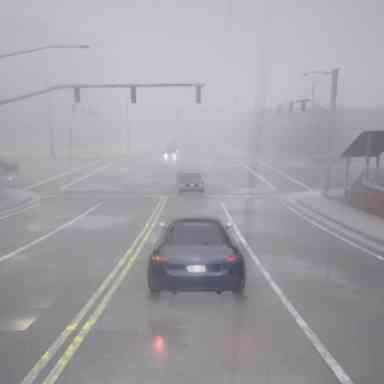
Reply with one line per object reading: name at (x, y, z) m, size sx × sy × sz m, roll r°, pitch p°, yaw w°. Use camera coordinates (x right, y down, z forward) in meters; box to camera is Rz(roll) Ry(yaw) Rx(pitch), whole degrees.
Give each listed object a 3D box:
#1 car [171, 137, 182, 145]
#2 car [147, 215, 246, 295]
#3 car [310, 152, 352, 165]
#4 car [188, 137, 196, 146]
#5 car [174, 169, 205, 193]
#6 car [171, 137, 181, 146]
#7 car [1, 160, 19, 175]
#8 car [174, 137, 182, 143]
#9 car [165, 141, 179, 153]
car at (-3.524, -9.444, 65.721) m, size 2.128 × 1.511 × 4.902 m, roll 0°, pitch 11°, yaw 0°
car at (0.096, 1.252, 8.160) m, size 1.994 × 1.385 × 4.181 m, roll 0°, pitch 4°, yaw 0°
car at (16.104, -3.902, 38.601) m, size 4.674 × 1.442 × 1.812 m, roll 0°, pitch 11°, yaw 0°
car at (-0.026, -10.765, 72.754) m, size 1.895 × 1.301 × 4.718 m, roll 0°, pitch 11°, yaw 0°
car at (-0.217, -0.903, 23.957) m, size 2.033 × 1.411 × 5.357 m, roll -1°, pitch 12°, yaw -5°
car at (-3.527, -11.547, 75.400) m, size 2.097 × 1.767 × 4.553 m, roll 0°, pitch 11°, yaw 0°
car at (-19.155, -2.538, 31.625) m, size 5.008 × 1.535 × 1.882 m, roll 0°, pitch 11°, yaw 0°
car at (-3.531, -13.401, 85.383) m, size 1.812 × 1.442 × 4.674 m, roll 0°, pitch 11°, yaw 0°
car at (-3.593, -7.368, 56.047) m, size 1.895 × 1.301 × 4.718 m, roll 0°, pitch 11°, yaw -2°
